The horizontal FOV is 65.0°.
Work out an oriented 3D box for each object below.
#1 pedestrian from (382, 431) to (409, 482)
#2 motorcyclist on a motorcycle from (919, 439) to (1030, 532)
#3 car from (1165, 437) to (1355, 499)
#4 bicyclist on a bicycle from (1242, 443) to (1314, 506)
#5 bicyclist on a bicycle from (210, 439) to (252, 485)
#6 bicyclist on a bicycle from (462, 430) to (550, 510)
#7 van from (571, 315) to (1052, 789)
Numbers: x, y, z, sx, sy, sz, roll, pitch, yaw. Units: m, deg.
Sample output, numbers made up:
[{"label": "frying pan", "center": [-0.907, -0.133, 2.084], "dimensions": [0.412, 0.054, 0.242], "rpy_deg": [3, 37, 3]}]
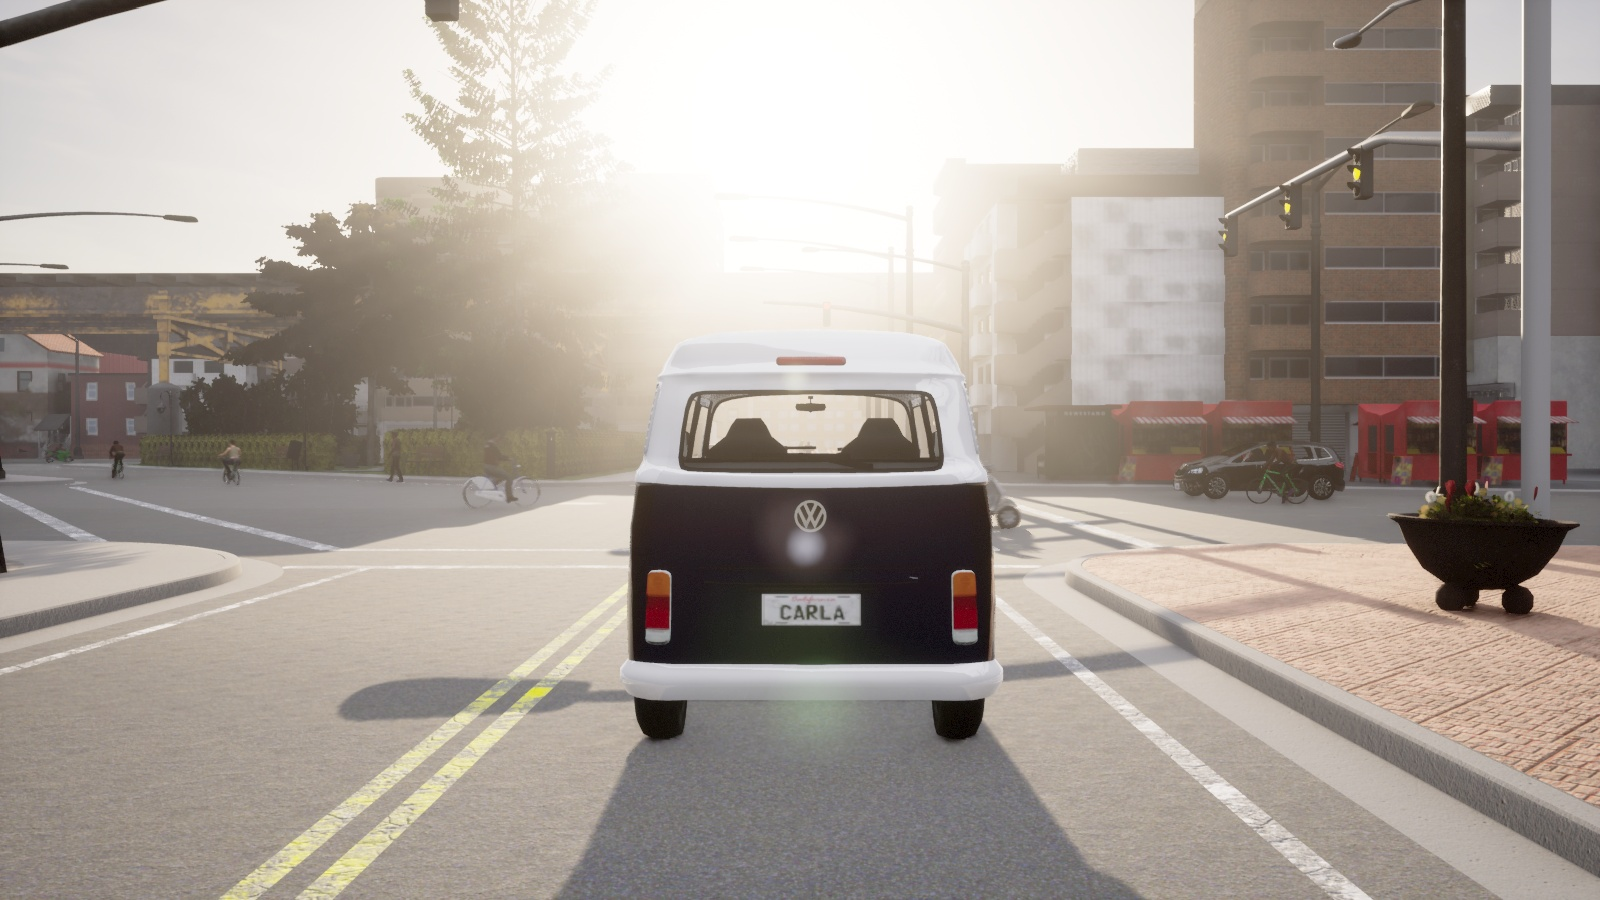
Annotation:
[{"label": "pedestrian", "center": [-14.487, 0.227, 44.942], "dimensions": [0.869, 1.805, 0.328], "rpy_deg": [0, 0, 4]}, {"label": "motorcyclist on a motorcycle", "center": [3.043, 0.609, 22.069], "dimensions": [1.817, 1.590, 0.866], "rpy_deg": [0, 0, 0]}, {"label": "car", "center": [13.121, 0.503, 36.080], "dimensions": [4.611, 1.667, 2.242], "rpy_deg": [1, 0, 0]}, {"label": "bicyclist on a bicycle", "center": [12.392, 0.626, 32.583], "dimensions": [1.656, 1.620, 0.582], "rpy_deg": [0, 0, 0]}, {"label": "bicyclist on a bicycle", "center": [-19.968, 0.410, 44.040], "dimensions": [0.866, 1.612, 1.509], "rpy_deg": [-1, 1, -44]}, {"label": "bicyclist on a bicycle", "center": [-6.698, 0.453, 28.654], "dimensions": [1.843, 1.776, 0.659], "rpy_deg": [0, 0, -35]}, {"label": "van", "center": [0.066, 0.427, 7.651], "dimensions": [2.069, 2.038, 4.480], "rpy_deg": [0, 0, 0]}]
